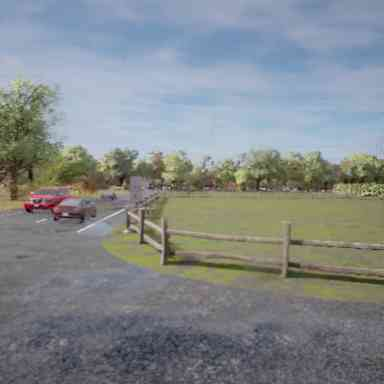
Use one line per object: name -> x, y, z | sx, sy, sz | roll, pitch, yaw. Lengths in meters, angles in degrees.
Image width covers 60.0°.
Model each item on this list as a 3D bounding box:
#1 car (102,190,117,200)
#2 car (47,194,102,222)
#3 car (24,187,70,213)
car -> -12.966, 0.483, 52.086 | 1.812, 1.442, 4.674 | 2, 1, -3
car -> -7.544, 1.109, 21.780 | 1.812, 1.442, 4.674 | 2, 1, -3
car -> -11.554, 0.599, 27.167 | 2.150, 2.045, 5.566 | 2, 1, -3
